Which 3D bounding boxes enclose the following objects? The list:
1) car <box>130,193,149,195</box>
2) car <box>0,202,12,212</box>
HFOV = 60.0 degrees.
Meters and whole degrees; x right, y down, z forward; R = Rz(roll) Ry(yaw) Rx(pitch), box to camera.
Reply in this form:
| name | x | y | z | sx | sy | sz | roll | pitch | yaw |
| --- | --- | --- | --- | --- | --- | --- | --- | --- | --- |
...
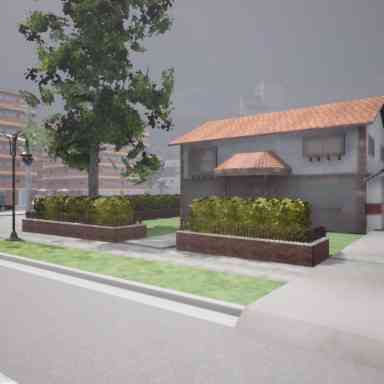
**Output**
| name | x | y | z | sx | sy | sz | roll | pitch | yaw |
| --- | --- | --- | --- | --- | --- | --- | --- | --- | --- |
| car | -8.799 | 1.223 | 52.586 | 2.150 | 2.045 | 5.566 | 0 | 0 | 36 |
| car | -21.589 | 1.601 | 35.037 | 1.895 | 1.301 | 4.718 | 0 | 0 | 33 |
